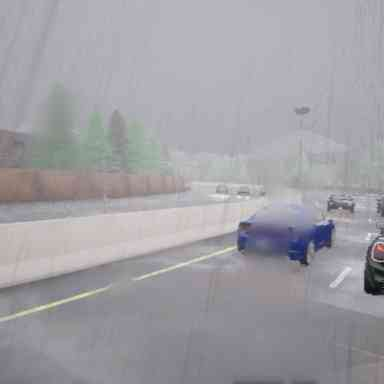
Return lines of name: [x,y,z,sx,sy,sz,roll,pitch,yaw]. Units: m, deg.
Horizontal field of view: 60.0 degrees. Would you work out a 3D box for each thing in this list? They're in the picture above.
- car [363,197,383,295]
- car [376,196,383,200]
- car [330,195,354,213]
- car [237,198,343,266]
car: [5.326,1.193,7.512,2.097,1.767,4.553,3,3,34]
car: [14.443,0.953,23.846,2.128,1.511,4.902,3,3,25]
car: [11.956,0.867,26.806,1.895,1.301,4.718,3,3,23]
car: [3.189,1.131,10.555,1.882,1.535,5.008,3,3,34]
